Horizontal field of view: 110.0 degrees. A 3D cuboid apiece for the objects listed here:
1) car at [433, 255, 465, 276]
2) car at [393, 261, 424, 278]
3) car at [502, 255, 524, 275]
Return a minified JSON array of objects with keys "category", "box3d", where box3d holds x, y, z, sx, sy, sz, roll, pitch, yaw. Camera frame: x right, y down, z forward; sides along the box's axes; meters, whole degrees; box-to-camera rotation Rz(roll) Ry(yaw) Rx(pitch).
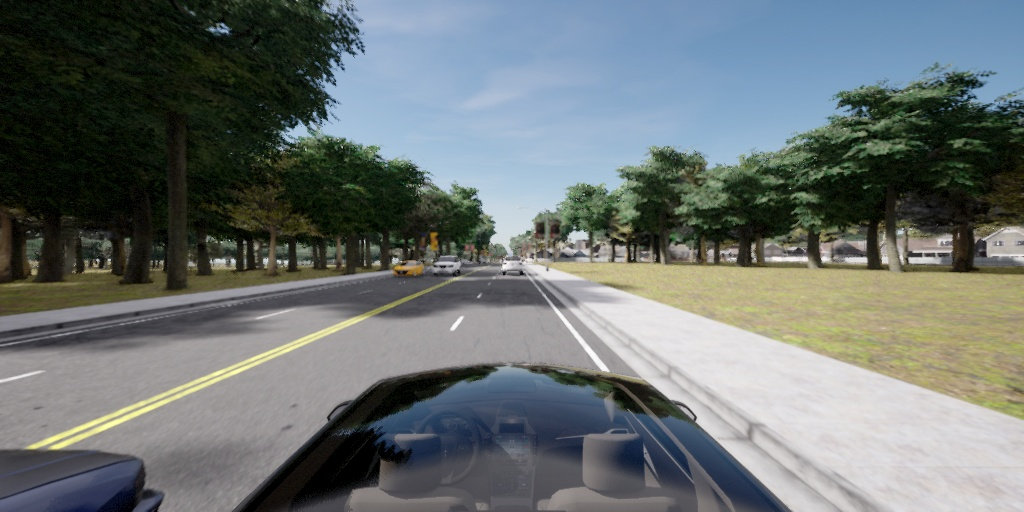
[{"category":"car","box3d":[-6.588,0.967,36.876,2.150,2.045,5.566,0,0,0]},{"category":"car","box3d":[-9.838,1.222,34.433,1.882,1.535,5.008,0,0,0]},{"category":"car","box3d":[0.103,0.967,38.506,2.150,2.045,5.566,0,-1,0]}]
